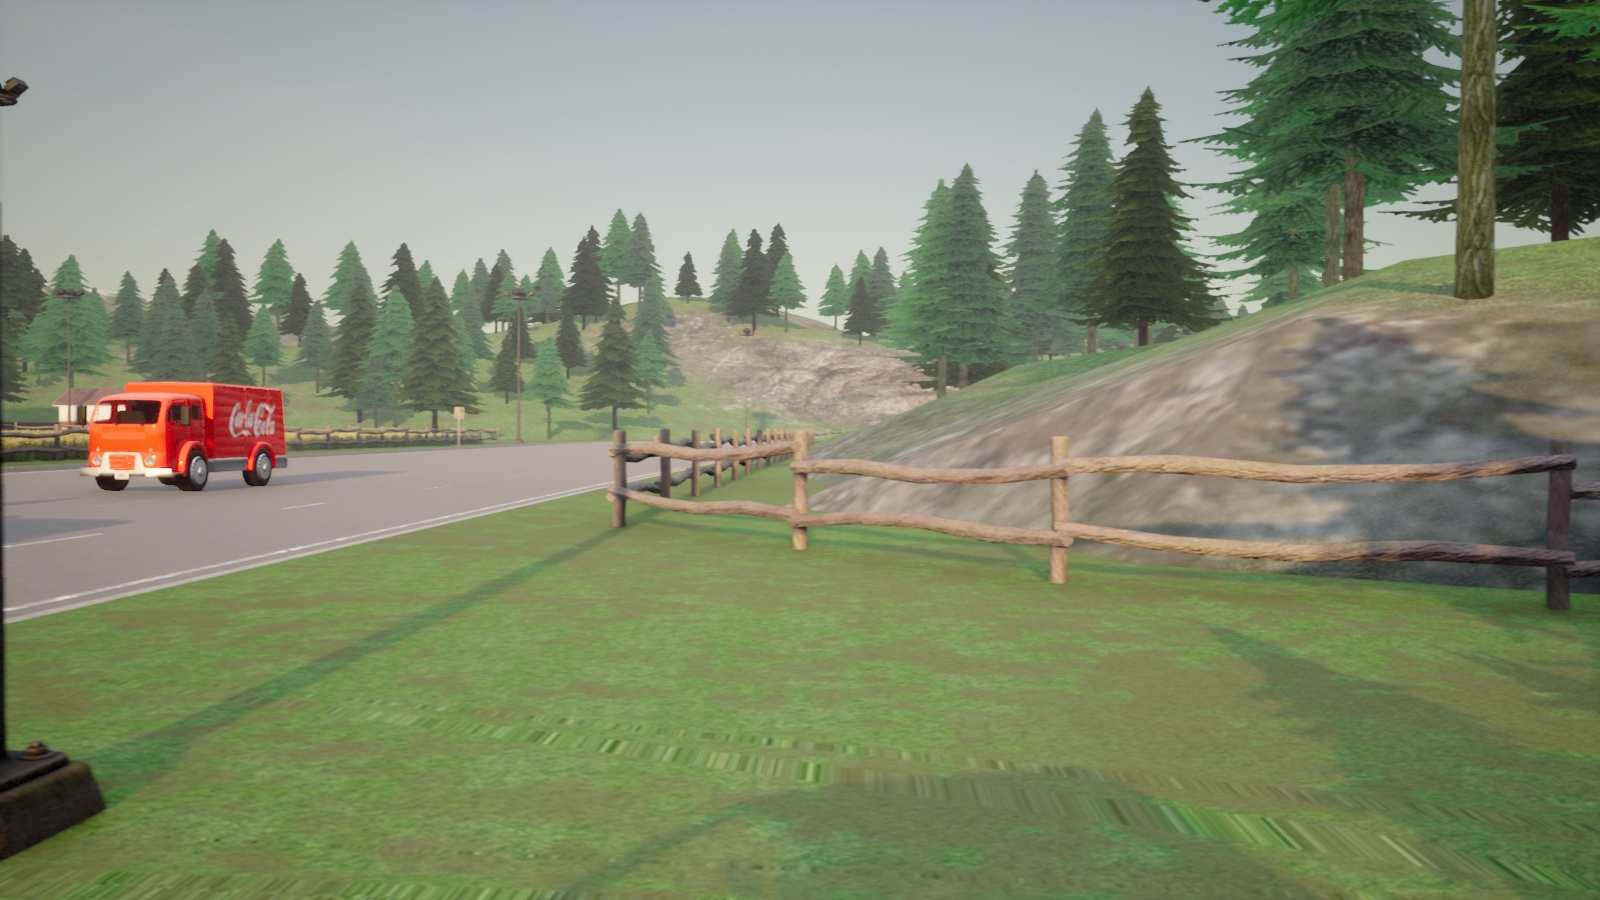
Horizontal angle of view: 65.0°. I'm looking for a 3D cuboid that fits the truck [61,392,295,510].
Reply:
[{"bbox_3d":[-14.244,-0.022,29.237,2.627,2.467,5.204,-1,1,3],"label":"truck"}]
